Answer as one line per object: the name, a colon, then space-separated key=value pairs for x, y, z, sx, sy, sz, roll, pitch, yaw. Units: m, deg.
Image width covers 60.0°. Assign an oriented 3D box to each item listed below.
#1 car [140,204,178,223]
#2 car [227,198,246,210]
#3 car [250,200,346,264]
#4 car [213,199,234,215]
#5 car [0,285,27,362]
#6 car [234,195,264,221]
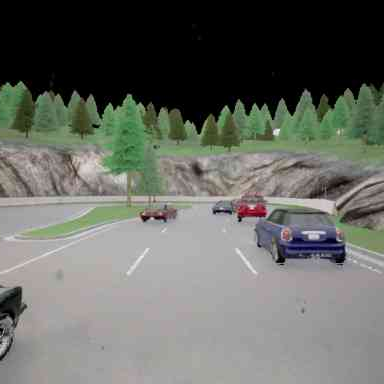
car: x=-2.435 y=1.601 z=25.896 sx=1.895 sy=1.301 sz=4.718 roll=0 pitch=0 yaw=10
car: x=6.010 y=1.547 z=44.116 sx=2.033 sy=1.411 sz=5.357 roll=0 pitch=0 yaw=12
car: x=3.627 y=1.352 z=11.965 sx=2.097 sy=1.767 sz=4.553 roll=0 pitch=0 yaw=1
car: x=3.427 y=1.564 z=34.364 sx=1.994 sy=1.385 sz=4.181 roll=0 pitch=0 yaw=15
car: x=-3.398 y=1.600 z=2.851 sx=1.895 sy=1.301 sz=4.718 roll=0 pitch=0 yaw=0
car: x=4.893 y=1.223 z=26.638 sx=2.150 sy=2.045 sz=5.566 roll=0 pitch=0 yaw=12
